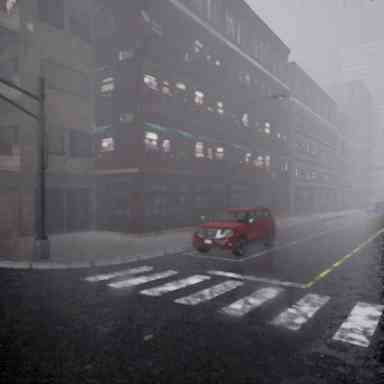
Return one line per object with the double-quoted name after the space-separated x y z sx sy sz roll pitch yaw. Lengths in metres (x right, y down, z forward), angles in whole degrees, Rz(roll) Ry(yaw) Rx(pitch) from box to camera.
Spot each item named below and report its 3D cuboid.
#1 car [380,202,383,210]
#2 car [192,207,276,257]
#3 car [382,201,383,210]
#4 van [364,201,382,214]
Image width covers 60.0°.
41.150 2.978 70.535 1.967 1.590 4.097 -2 -2 35 "car"
2.048 1.603 14.654 2.192 1.841 5.009 -2 -2 35 "car"
37.891 2.748 65.882 2.192 1.841 5.009 -2 -2 35 "car"
28.116 2.458 51.910 1.690 1.788 3.998 -2 -2 35 "van"
